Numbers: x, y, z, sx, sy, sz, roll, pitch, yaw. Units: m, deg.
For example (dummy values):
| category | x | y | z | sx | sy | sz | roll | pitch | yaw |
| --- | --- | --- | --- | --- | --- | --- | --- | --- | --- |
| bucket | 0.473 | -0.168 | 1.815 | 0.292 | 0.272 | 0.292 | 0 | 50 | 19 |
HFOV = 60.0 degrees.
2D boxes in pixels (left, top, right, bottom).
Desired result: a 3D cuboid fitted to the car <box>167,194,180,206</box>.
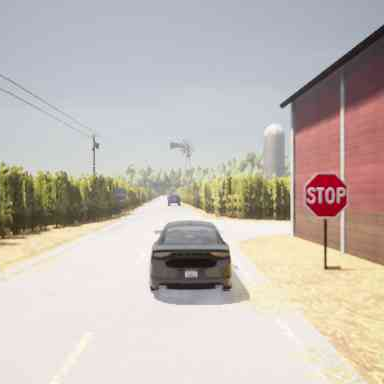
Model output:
| category | x | y | z | sx | sy | sz | roll | pitch | yaw |
| --- | --- | --- | --- | --- | --- | --- | --- | --- | --- |
| car | -3.267 | 1.448 | 60.280 | 2.150 | 2.045 | 5.566 | 0 | 0 | -5 |

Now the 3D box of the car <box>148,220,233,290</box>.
| category | x | y | z | sx | sy | sz | roll | pitch | yaw |
| --- | --- | --- | --- | --- | --- | --- | --- | --- | --- |
| car | -0.058 | 1.513 | 9.204 | 1.882 | 1.535 | 5.008 | 0 | 0 | -1 |

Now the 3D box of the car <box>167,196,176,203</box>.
| category | x | y | z | sx | sy | sz | roll | pitch | yaw |
| --- | --- | --- | --- | --- | --- | --- | --- | --- | --- |
| car | -4.739 | 1.769 | 77.321 | 1.882 | 1.535 | 5.008 | 0 | 0 | -5 |
